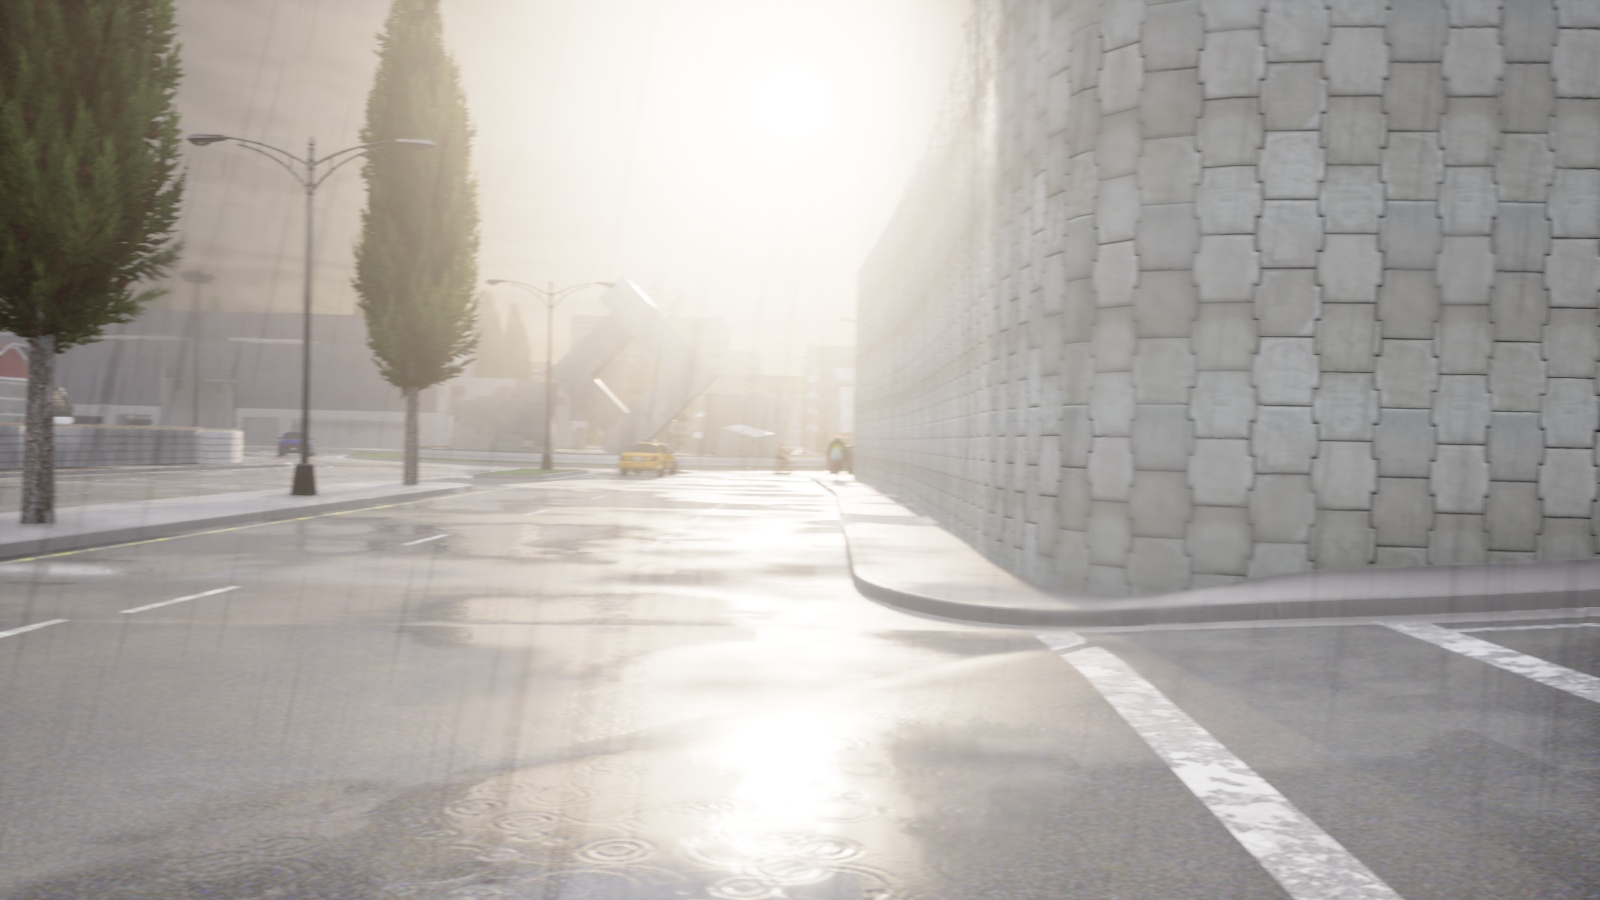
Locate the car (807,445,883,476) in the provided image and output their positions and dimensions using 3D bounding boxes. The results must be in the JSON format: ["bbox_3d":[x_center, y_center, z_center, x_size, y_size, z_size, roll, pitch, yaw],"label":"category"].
[{"bbox_3d":[2.330,0.534,64.061,3.633,1.501,1.845,1,1,-44],"label":"car"}]

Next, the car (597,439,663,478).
[{"bbox_3d":[-7.253,0.334,54.134,1.801,1.575,5.366,1,0,3],"label":"car"}]

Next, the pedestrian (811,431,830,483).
[{"bbox_3d":[0.781,0.255,48.298,0.659,1.952,0.873,1,0,-3],"label":"pedestrian"}]

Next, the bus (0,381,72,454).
[{"bbox_3d":[-50.304,-2.009,75.927,10.273,4.253,3.944,1,0,2],"label":"bus"}]

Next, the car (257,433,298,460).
[{"bbox_3d":[-30.929,-0.251,74.421,1.882,1.535,5.008,1,0,-19],"label":"car"}]
